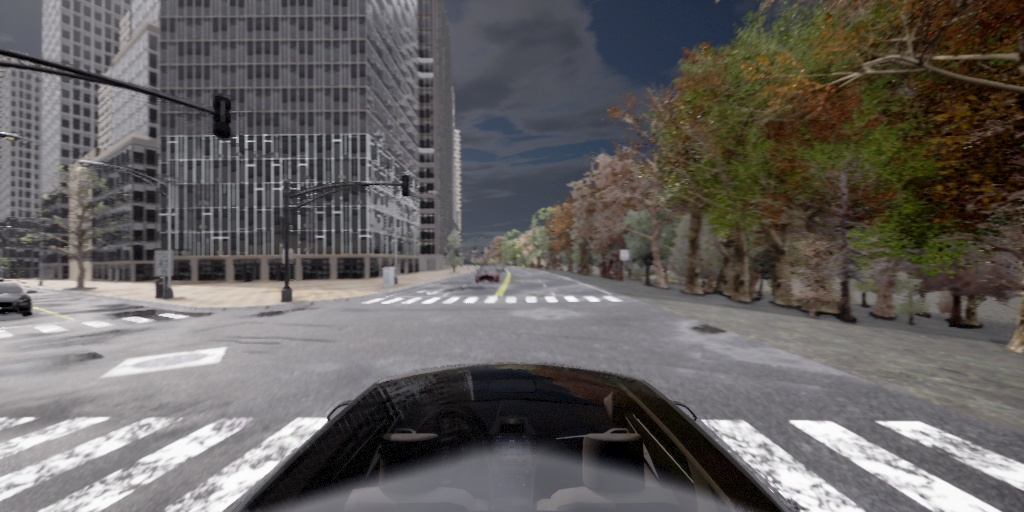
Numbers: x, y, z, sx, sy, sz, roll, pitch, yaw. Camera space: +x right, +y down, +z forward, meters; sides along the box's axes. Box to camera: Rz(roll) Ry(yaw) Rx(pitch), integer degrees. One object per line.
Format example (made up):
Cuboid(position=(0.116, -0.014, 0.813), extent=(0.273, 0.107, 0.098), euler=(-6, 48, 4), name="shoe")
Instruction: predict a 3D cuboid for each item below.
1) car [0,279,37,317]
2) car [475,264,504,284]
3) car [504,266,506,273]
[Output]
Cuboid(position=(-23.010, 1.954, 15.894), extent=(4.892, 1.490, 1.837), euler=(-2, -1, 32), name="car")
Cuboid(position=(-2.181, 1.599, 33.193), extent=(2.097, 1.767, 4.553), euler=(-1, -1, 1), name="car")
Cuboid(position=(-2.227, 2.201, 64.113), extent=(2.128, 1.511, 4.902), euler=(-1, -1, -1), name="car")
